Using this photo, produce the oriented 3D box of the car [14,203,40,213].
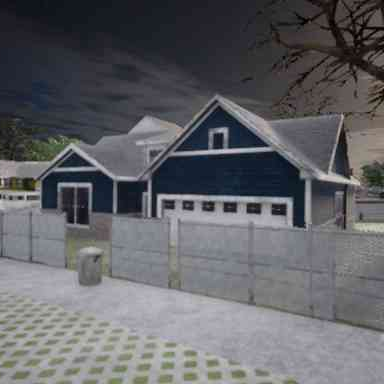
[{"bbox_3d":[-17.790,1.898,36.574,1.812,1.442,4.674,1,0,17],"label":"car"}]
